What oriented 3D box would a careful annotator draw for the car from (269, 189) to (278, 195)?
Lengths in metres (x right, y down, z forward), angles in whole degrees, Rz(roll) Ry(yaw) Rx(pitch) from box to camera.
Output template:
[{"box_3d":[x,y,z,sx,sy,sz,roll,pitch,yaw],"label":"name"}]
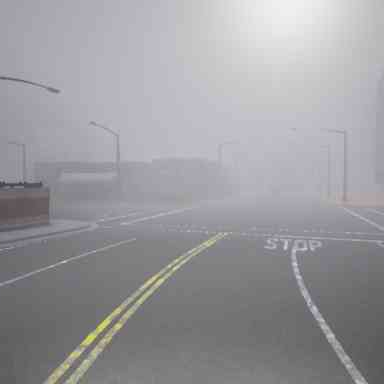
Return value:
[{"box_3d":[20.390,-0.045,82.875,1.994,1.385,4.181,0,2,17],"label":"car"}]
